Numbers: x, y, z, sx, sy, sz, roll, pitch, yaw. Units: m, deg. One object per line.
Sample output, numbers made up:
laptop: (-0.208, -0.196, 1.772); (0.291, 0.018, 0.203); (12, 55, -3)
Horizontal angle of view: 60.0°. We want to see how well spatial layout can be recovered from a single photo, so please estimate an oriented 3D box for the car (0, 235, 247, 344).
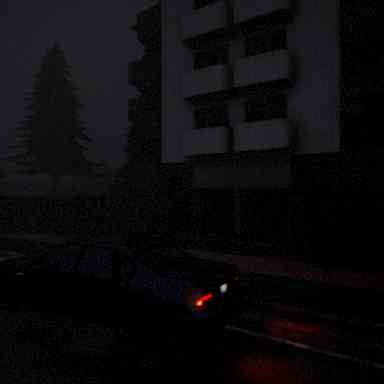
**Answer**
car: (-1.719, 1.567, 6.356); (5.357, 1.411, 2.033); (0, 0, 27)
